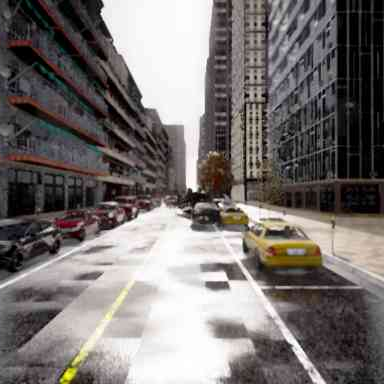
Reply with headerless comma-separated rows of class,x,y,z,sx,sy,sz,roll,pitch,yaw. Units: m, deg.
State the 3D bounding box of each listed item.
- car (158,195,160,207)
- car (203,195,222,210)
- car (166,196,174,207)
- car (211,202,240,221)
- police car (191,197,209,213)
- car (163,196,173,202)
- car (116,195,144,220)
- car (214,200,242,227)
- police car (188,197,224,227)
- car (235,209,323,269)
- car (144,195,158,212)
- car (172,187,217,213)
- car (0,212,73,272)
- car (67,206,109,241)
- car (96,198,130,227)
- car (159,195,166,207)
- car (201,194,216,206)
car,-5.685,1.527,44.572,1.752,1.417,4.829,0,0,0
car,2.696,1.316,44.742,2.192,1.841,5.009,0,0,0
car,-3.078,1.487,50.864,1.882,1.535,5.008,0,0,0
car,2.695,1.556,27.751,1.947,1.339,4.313,0,0,0
police car,0.900,1.421,38.726,1.930,1.638,5.238,0,0,0
car,-5.687,1.643,78.720,1.947,1.339,4.313,0,0,0
car,-5.683,1.306,27.752,2.192,1.841,5.009,0,0,0
car,2.695,1.514,22.258,1.752,1.417,4.829,0,0,0
police car,0.900,1.414,22.726,1.930,1.638,5.238,0,0,0
car,2.696,1.515,10.932,1.752,1.417,4.829,0,0,0
car,-5.684,1.311,39.077,2.192,1.841,5.009,0,0,0
car,0.083,1.163,32.619,2.150,2.045,5.566,10,-14,-17
car,-5.684,1.556,10.762,1.947,1.339,4.313,0,0,0
car,-5.685,1.570,16.425,1.802,1.307,4.206,0,0,0
car,-5.684,1.429,22.088,1.967,1.590,4.097,0,0,0
car,-5.684,1.324,50.405,2.192,1.841,5.009,0,0,0
car,2.695,1.333,56.067,2.192,1.841,5.009,0,0,0
